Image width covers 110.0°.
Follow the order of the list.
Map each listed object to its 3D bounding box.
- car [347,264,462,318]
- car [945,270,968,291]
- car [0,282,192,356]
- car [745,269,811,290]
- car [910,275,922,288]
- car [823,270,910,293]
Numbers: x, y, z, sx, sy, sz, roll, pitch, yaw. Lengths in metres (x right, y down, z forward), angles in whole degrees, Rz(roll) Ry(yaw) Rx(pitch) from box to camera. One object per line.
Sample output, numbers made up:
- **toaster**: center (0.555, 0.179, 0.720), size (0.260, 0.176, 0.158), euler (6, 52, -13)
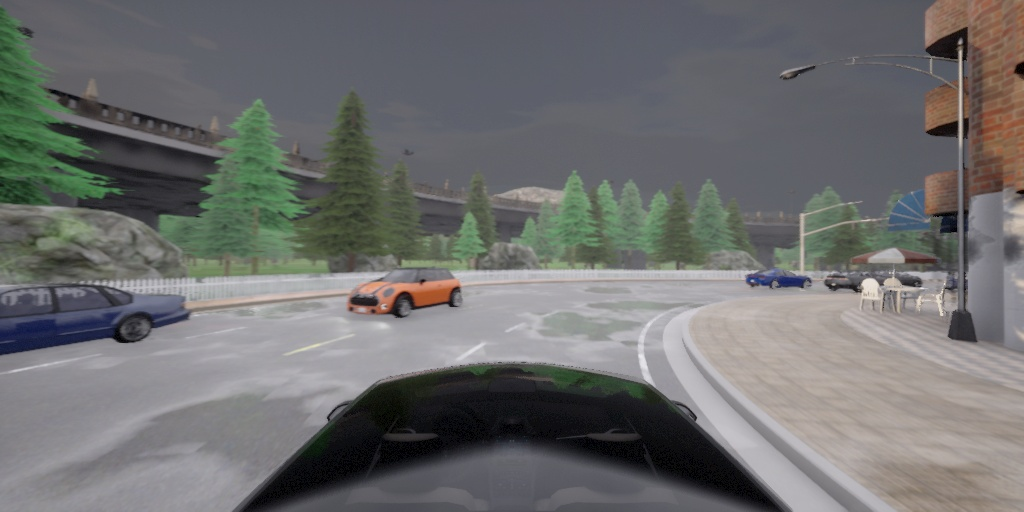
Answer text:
- **car**: center (-3.861, 1.193, 13.613), size (2.097, 1.767, 4.553), euler (0, -1, 26)
- **car**: center (35.861, 1.818, 27.289), size (4.553, 1.767, 2.097), euler (1, -1, -9)
- **car**: center (-9.670, 1.245, 7.017), size (2.033, 1.411, 5.357), euler (1, -1, 12)
- **car**: center (20.802, 1.776, 28.007), size (5.008, 1.535, 1.882), euler (1, -1, -13)
- **car**: center (31.900, 1.947, 30.237), size (4.902, 1.511, 2.128), euler (1, -1, -10)
- **car**: center (24.642, 1.805, 25.294), size (4.902, 1.511, 2.128), euler (1, -1, -11)
